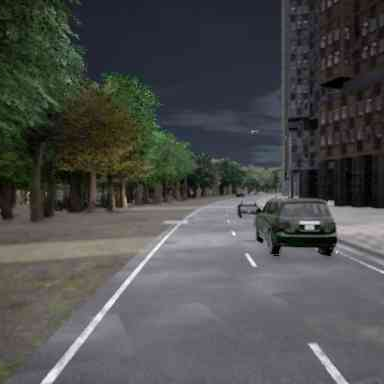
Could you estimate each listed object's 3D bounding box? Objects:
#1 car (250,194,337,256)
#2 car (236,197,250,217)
[{"bbox_3d":[3.940,1.250,13.495,2.150,2.045,5.566,0,0,2],"label":"car"},{"bbox_3d":[5.196,1.506,31.296,2.128,1.511,4.902,0,0,5],"label":"car"}]
